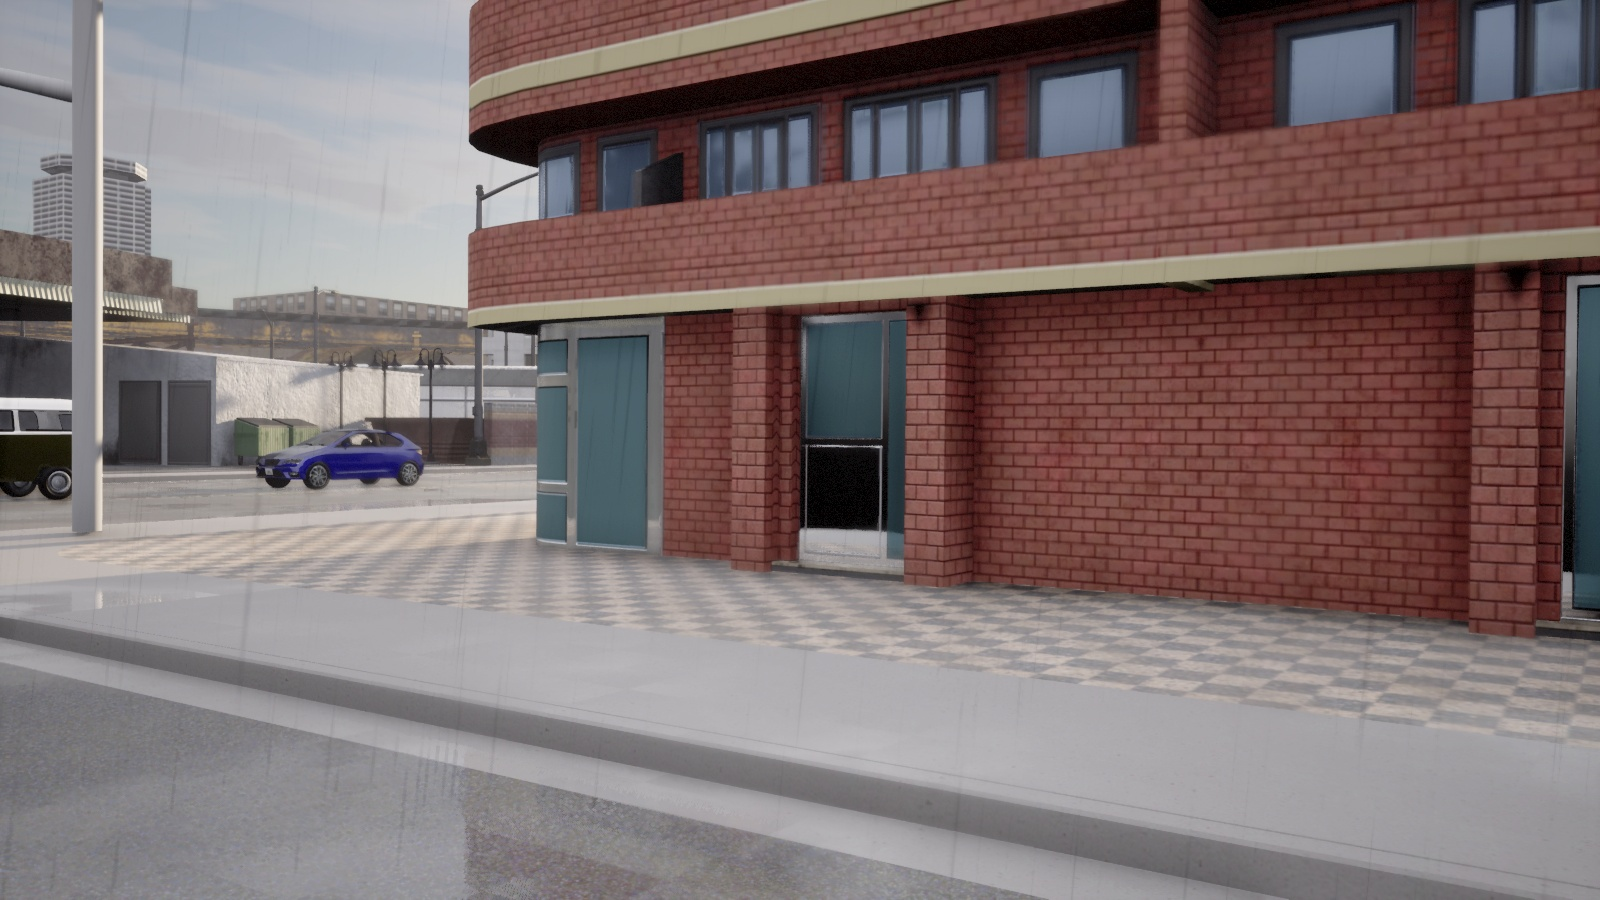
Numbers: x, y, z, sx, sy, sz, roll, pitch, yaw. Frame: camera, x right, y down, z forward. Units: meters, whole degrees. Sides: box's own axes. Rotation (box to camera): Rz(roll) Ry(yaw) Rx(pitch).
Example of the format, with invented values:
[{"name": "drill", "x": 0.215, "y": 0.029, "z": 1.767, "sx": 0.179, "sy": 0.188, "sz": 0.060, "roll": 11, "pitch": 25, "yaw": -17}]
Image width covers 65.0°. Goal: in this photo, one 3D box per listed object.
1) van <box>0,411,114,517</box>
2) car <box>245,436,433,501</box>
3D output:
[{"name": "van", "x": -16.206, "y": 0.267, "z": 24.497, "sx": 2.069, "sy": 2.038, "sz": 4.480, "roll": 0, "pitch": 1, "yaw": 32}, {"name": "car", "x": -11.542, "y": 0.416, "z": 31.720, "sx": 1.816, "sy": 1.474, "sz": 4.193, "roll": 0, "pitch": 1, "yaw": 33}]
